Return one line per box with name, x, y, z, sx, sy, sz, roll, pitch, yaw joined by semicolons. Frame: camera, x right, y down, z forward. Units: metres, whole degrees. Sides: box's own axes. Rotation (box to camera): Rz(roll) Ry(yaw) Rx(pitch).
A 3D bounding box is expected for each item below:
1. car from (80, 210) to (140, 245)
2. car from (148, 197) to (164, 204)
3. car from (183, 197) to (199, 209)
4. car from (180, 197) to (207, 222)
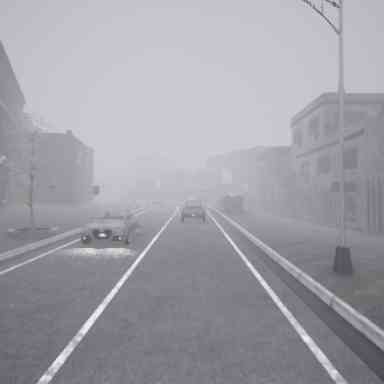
car;-3.595;1.533;15.293;1.994;1.385;4.181;0;0;0
car;-6.324;1.465;58.270;1.895;1.301;4.718;0;0;-19
car;-0.163;1.418;43.755;1.837;1.490;4.892;0;0;-3
car;0.105;1.440;25.947;2.128;1.511;4.902;0;0;0
